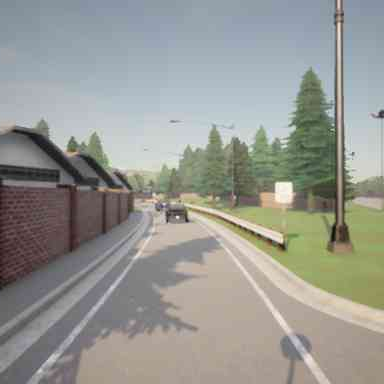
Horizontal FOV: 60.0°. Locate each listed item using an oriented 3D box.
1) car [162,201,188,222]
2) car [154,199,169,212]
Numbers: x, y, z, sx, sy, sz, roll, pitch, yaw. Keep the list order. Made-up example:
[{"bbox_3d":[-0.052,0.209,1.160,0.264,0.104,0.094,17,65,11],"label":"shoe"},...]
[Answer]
[{"bbox_3d":[-1.399,1.763,28.786,1.837,1.490,4.892,0,-1,-6],"label":"car"},{"bbox_3d":[-4.095,1.772,46.717,2.097,1.767,4.553,0,-1,-11],"label":"car"}]
